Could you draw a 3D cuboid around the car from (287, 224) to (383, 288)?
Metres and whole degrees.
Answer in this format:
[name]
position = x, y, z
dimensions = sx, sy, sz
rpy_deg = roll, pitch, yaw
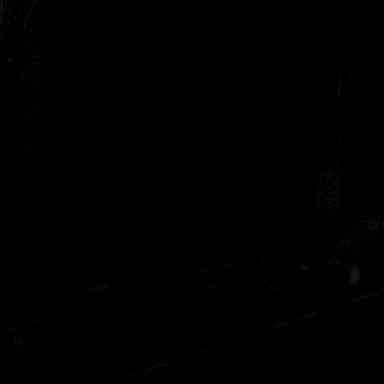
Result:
[car]
position = 4.592, 1.629, 9.458
dimensions = 4.507, 1.381, 1.887
rpy_deg = 1, 0, -35
